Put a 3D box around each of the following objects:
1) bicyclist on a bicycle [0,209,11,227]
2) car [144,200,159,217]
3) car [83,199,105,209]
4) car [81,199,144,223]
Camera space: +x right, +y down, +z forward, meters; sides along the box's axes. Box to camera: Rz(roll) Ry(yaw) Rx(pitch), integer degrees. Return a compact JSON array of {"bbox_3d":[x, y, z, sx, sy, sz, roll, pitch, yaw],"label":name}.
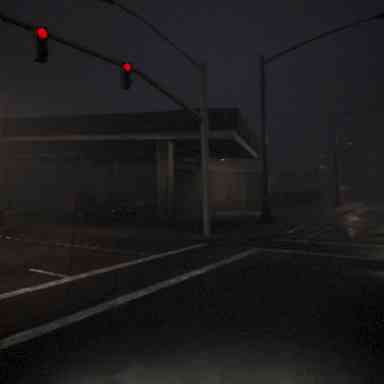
[{"bbox_3d":[-13.932,1.731,23.900,0.582,1.620,1.656,-14,-2,33],"label":"bicyclist on a bicycle"},{"bbox_3d":[-3.603,1.488,30.120,3.806,1.475,1.970,-1,0,35],"label":"car"},{"bbox_3d":[-15.406,1.847,52.512,1.994,1.385,4.181,-1,0,3],"label":"car"},{"bbox_3d":[-6.259,1.403,24.968,4.611,1.667,2.242,-1,0,35],"label":"car"}]
